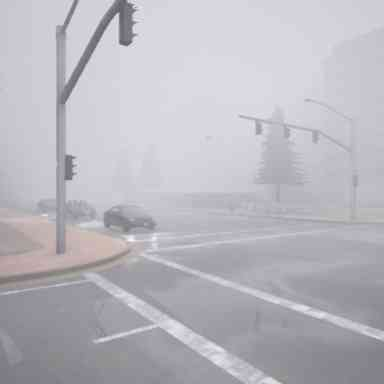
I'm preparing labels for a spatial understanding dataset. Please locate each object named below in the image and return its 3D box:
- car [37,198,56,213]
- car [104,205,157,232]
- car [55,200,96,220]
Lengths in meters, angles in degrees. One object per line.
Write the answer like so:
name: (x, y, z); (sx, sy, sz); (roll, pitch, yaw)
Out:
car: (-15.785, 1.501, 36.888); (1.837, 1.490, 4.892); (0, 0, -36)
car: (-3.933, 1.524, 20.416); (1.812, 1.442, 4.674); (0, 0, -36)
car: (-9.742, 1.489, 28.477); (2.128, 1.511, 4.902); (0, 0, -36)
